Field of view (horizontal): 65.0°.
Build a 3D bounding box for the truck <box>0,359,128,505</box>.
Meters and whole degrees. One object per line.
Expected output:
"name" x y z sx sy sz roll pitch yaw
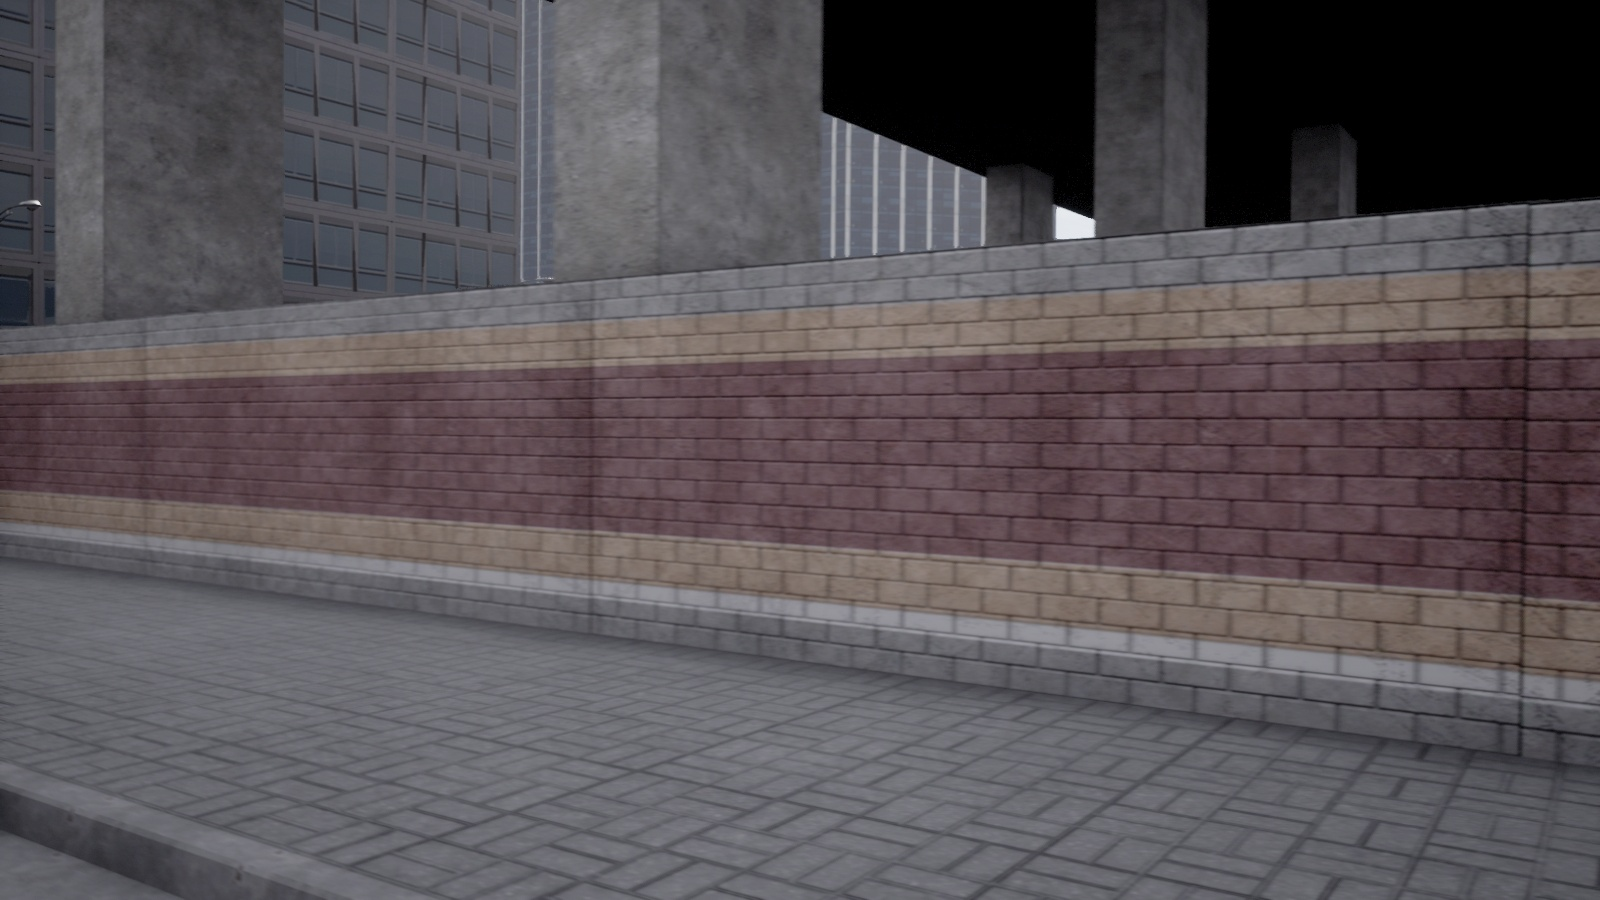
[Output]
"truck" -20.805 -0.415 29.948 2.891 3.462 7.936 0 1 34
